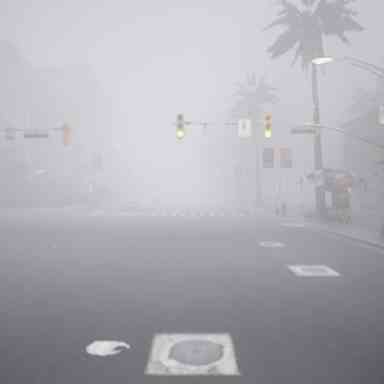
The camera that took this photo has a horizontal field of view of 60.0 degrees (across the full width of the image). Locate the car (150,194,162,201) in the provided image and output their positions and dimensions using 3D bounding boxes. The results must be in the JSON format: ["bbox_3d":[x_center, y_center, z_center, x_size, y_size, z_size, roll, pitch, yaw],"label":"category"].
[{"bbox_3d":[-9.910,1.474,90.941,2.150,2.045,5.566,0,0,-16],"label":"car"}]

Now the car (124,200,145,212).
[{"bbox_3d":[-7.009,1.699,40.843,2.033,1.411,5.357,0,0,0],"label":"car"}]

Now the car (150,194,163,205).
[{"bbox_3d":[-7.012,1.571,65.922,2.097,1.767,4.553,0,-1,0],"label":"car"}]
